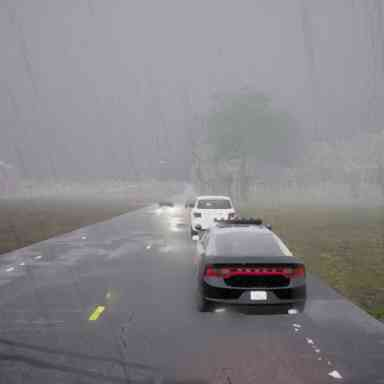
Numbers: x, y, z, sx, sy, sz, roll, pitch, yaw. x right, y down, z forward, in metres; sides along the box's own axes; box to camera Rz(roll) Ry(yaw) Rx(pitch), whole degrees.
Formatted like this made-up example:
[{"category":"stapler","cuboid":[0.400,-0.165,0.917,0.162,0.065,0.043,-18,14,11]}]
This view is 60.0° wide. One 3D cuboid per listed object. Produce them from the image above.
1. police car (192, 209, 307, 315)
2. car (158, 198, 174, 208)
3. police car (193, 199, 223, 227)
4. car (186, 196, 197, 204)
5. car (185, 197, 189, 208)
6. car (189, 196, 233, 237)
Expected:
[{"category":"police car","cuboid":[1.043,1.421,7.811,1.930,1.638,5.238,0,0,0]},{"category":"car","cuboid":[-3.546,1.530,45.822,1.895,1.301,4.718,0,0,0]},{"category":"police car","cuboid":[1.028,1.406,23.814,1.930,1.638,5.238,0,0,0]},{"category":"car","cuboid":[-0.058,1.479,60.432,1.895,1.301,4.718,0,0,0]},{"category":"car","cuboid":[-0.002,1.478,45.574,2.033,1.411,5.357,0,0,1]},{"category":"car","cuboid":[1.034,1.212,17.732,2.150,2.045,5.566,0,0,0]}]
